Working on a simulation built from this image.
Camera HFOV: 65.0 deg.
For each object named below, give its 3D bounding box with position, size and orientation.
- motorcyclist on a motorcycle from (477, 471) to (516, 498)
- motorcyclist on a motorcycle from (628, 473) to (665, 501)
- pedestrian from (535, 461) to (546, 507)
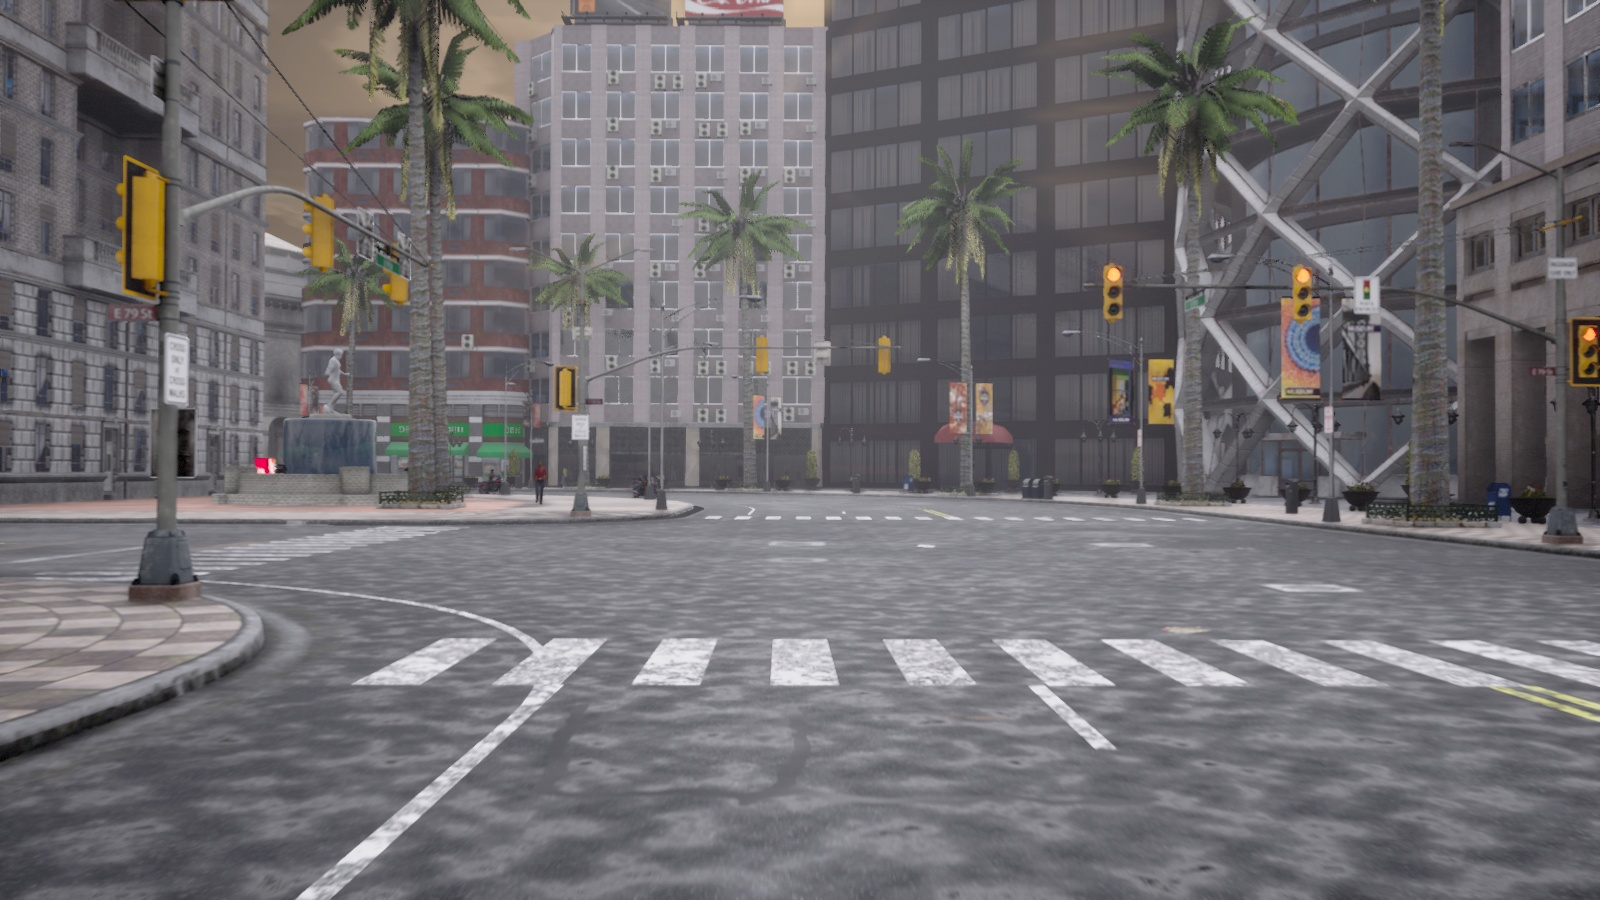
[{"bbox_3d":[-18.762,2.140,77.627,2.350,1.649,0.766,0,-1,25],"label":"motorcyclist on a motorcycle"},{"bbox_3d":[-8.624,2.064,70.491,2.191,1.530,0.866,-1,-1,44],"label":"motorcyclist on a motorcycle"},{"bbox_3d":[-10.435,1.357,50.432,0.331,1.846,0.636,0,-1,-1],"label":"pedestrian"}]
